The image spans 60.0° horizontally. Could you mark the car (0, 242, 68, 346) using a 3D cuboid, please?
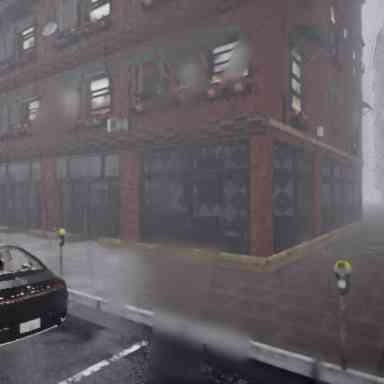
[{"bbox_3d":[-3.913,1.527,5.672,4.403,1.369,2.008,0,0,35],"label":"car"}]
